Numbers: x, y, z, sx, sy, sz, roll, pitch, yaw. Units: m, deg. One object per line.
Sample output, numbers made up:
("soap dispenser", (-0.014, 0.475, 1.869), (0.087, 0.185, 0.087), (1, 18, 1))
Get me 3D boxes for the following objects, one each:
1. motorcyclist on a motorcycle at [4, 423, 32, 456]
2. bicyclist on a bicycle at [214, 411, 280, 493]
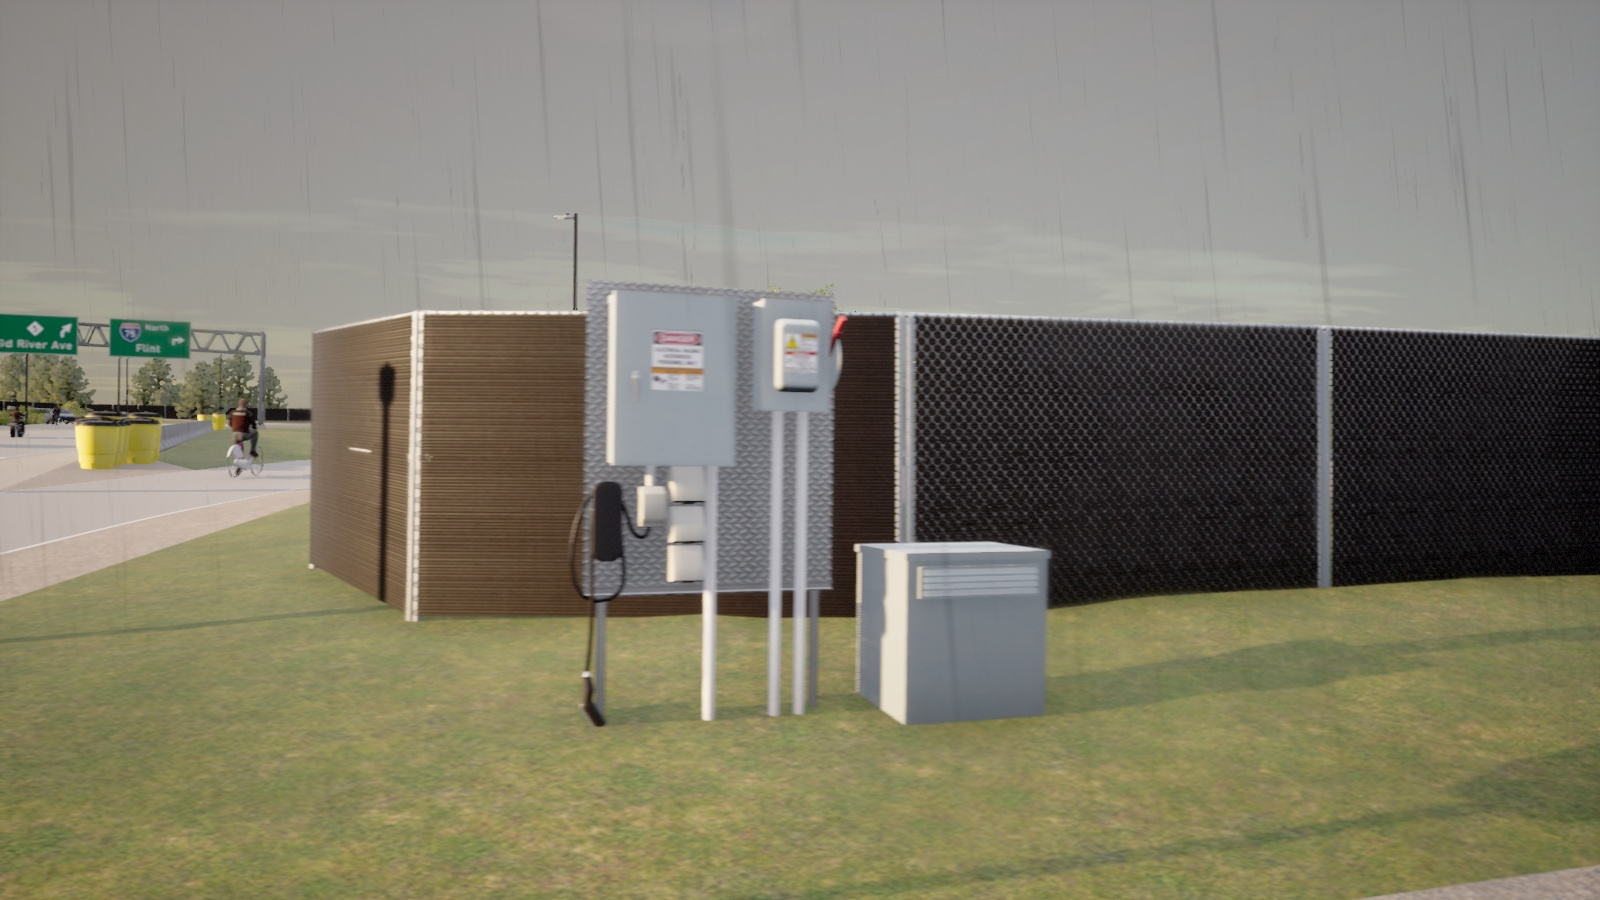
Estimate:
("motorcyclist on a motorcycle", (-40.593, -0.560, 65.195), (0.766, 1.649, 2.350), (0, 1, -20))
("bicyclist on a bicycle", (-12.418, 0.010, 28.267), (0.659, 1.776, 1.843), (0, 2, -1))
